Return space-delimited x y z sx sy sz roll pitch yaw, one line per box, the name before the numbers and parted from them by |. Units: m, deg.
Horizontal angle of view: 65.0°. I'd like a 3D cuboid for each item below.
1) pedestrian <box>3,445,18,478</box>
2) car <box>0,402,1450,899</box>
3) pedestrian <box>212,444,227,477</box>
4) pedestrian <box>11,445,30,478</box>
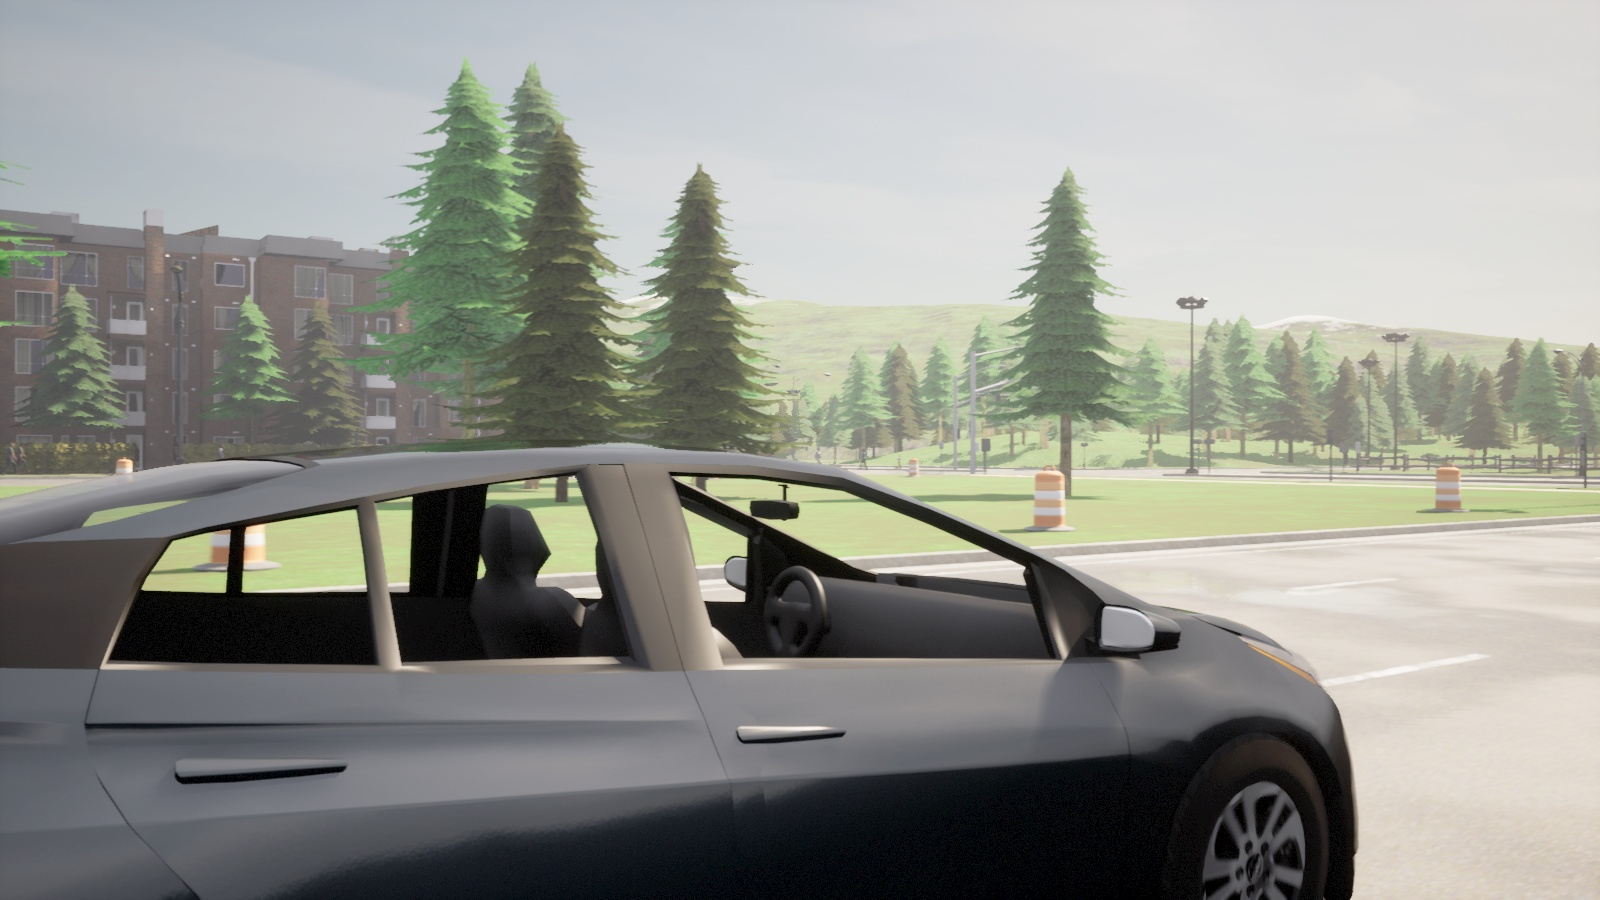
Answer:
pedestrian | -43.974 0.638 69.941 0.694 1.848 0.540 0 0 -35
car | -0.459 0.701 3.339 4.514 1.525 2.007 0 0 -35
pedestrian | -35.161 0.635 76.063 0.788 1.949 0.423 0 0 -35
pedestrian | -43.893 0.640 70.694 0.869 1.805 0.328 0 0 -35
